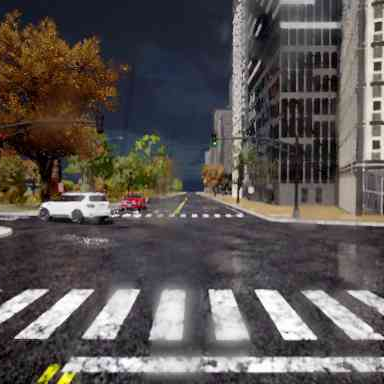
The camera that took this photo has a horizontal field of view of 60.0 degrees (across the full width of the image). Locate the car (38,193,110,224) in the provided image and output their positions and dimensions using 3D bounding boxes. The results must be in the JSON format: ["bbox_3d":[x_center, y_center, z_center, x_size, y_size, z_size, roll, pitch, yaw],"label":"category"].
[{"bbox_3d":[-8.360,1.095,23.561,5.566,2.045,2.150,0,-2,29],"label":"car"}]

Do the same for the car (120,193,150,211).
[{"bbox_3d":[-6.599,1.090,37.879,2.150,2.045,5.566,0,0,1],"label":"car"}]

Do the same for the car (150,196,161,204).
[{"bbox_3d":[-6.547,1.383,57.457,1.994,1.385,4.181,0,0,1],"label":"car"}]
